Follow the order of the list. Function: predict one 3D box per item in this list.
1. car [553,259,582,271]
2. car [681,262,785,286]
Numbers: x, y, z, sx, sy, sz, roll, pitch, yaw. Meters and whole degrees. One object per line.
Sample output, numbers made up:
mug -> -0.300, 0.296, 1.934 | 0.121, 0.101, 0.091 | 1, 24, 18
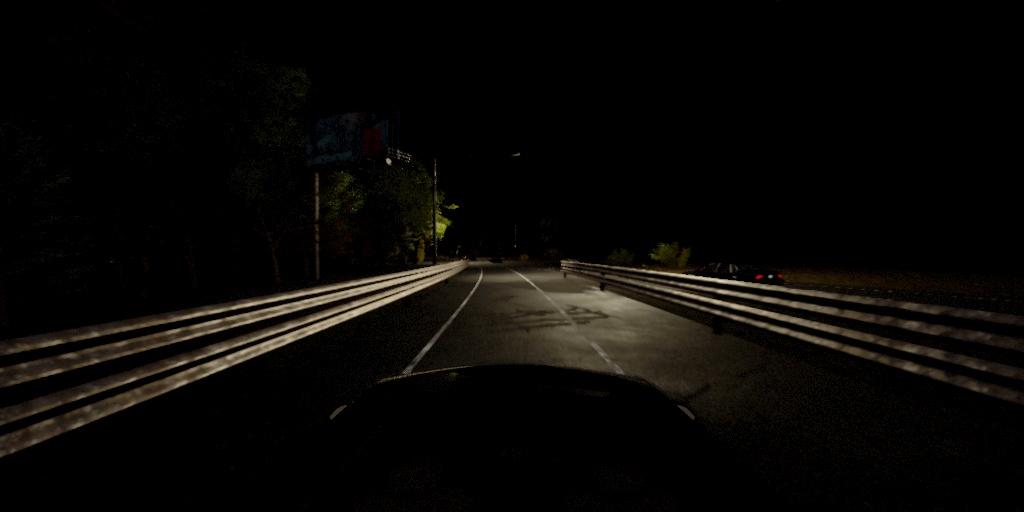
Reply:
car -> 6.176, 1.009, 39.812 | 1.895, 1.301, 4.718 | -1, 0, -15
car -> 11.670, 1.019, 19.515 | 2.033, 1.411, 5.357 | -1, 0, -15
